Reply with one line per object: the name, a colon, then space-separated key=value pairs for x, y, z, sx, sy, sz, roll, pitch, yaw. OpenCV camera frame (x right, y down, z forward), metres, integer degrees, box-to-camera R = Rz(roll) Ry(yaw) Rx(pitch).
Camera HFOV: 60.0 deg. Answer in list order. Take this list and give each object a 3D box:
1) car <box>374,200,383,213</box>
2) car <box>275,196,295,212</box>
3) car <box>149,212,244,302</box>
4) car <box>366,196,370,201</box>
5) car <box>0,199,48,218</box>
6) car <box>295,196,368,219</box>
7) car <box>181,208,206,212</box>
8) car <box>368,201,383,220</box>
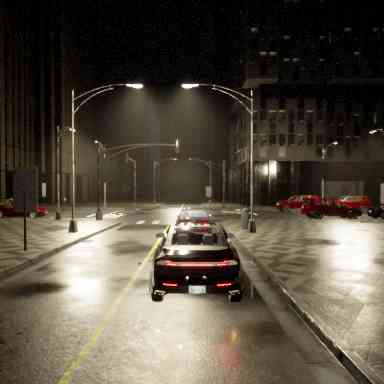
car: x=23.340 y=1.635 z=37.729 sx=4.313 sy=1.339 sz=1.947 roll=0 pitch=1 yaw=0
car: x=12.055 y=1.326 z=37.676 sx=5.009 sy=1.841 sz=2.192 roll=0 pitch=1 yaw=0
car: x=0.089 y=1.490 z=8.235 sx=2.128 sy=1.511 sz=4.902 roll=0 pitch=0 yaw=0
car: x=17.699 y=1.354 z=37.701 sx=5.009 sy=1.841 sz=2.192 roll=0 pitch=1 yaw=0
car: x=-14.959 y=1.566 z=29.035 sx=4.507 sy=1.381 sz=1.887 roll=0 pitch=1 yaw=0
car: x=12.082 y=1.463 z=29.152 sx=5.009 sy=1.841 sz=2.192 roll=0 pitch=1 yaw=0
car: x=0.077 y=1.550 z=17.944 sx=2.033 sy=1.411 sz=5.357 roll=0 pitch=0 yaw=0
car: x=17.725 y=1.743 z=29.180 sx=4.313 sy=1.339 sz=1.947 roll=0 pitch=1 yaw=0
